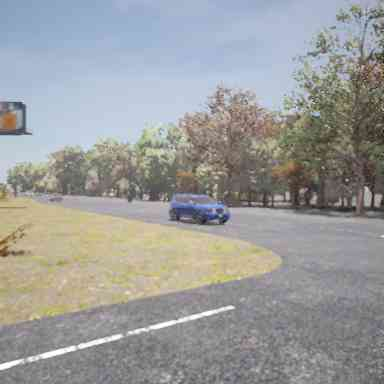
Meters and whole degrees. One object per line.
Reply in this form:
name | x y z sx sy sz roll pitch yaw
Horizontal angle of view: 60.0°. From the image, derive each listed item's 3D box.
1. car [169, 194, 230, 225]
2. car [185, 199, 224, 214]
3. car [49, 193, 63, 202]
car | 0.381 1.207 24.357 2.150 2.045 5.566 0 0 -34
car | 1.269 1.547 35.521 1.994 1.385 4.181 0 0 -34
car | -26.848 1.036 65.677 2.097 1.767 4.553 0 0 -29
